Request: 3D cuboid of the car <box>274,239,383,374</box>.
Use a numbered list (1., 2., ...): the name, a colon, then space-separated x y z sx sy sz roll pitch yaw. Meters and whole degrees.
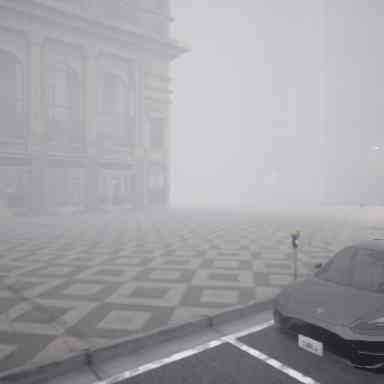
1. car: 3.223 1.530 5.442 4.313 1.339 1.947 0 0 -37
